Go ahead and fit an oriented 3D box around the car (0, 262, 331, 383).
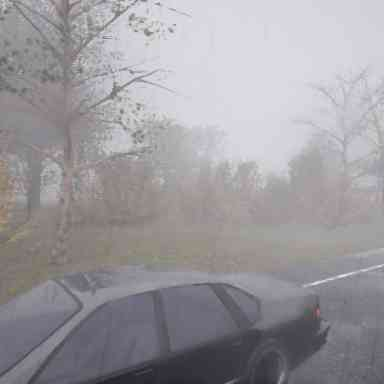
[{"bbox_3d":[-0.788,1.548,3.428,5.357,1.411,2.033,0,0,-35],"label":"car"}]
